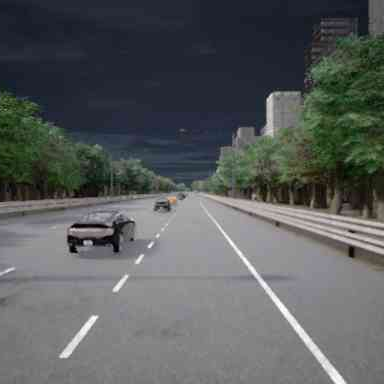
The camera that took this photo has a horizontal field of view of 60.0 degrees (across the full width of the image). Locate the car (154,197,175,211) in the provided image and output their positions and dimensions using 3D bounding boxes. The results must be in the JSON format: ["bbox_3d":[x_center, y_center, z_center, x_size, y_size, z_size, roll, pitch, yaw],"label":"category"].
[{"bbox_3d":[-3.507,1.548,40.763,1.837,1.490,4.892,0,0,0],"label":"car"}]

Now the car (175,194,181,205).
[{"bbox_3d":[-3.510,1.538,58.768,1.882,1.535,5.008,0,0,0],"label":"car"}]

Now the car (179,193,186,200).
[{"bbox_3d":[-3.512,1.594,92.453,2.033,1.411,5.357,0,0,0],"label":"car"}]

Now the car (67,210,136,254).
[{"bbox_3d":[-3.502,1.498,13.628,2.128,1.511,4.902,0,0,0],"label":"car"}]
